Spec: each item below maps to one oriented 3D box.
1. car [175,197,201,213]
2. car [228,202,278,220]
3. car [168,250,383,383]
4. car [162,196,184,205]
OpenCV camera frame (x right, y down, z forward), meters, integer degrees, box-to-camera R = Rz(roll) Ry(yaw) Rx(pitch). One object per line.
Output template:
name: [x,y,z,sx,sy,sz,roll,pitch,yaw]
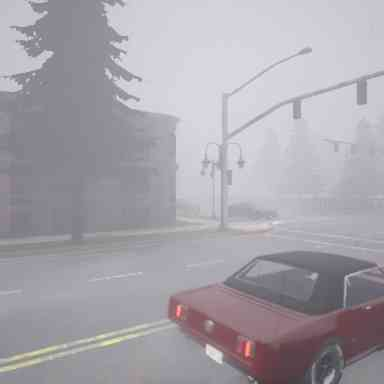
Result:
car: [-0.944,1.494,36.857,2.128,1.511,4.902,0,0,-33]
car: [4.736,1.550,28.219,2.033,1.411,5.357,0,0,-33]
car: [2.099,1.602,5.122,4.718,1.301,1.895,0,0,-34]
car: [-3.428,1.530,60.037,1.812,1.442,4.674,0,0,-33]
